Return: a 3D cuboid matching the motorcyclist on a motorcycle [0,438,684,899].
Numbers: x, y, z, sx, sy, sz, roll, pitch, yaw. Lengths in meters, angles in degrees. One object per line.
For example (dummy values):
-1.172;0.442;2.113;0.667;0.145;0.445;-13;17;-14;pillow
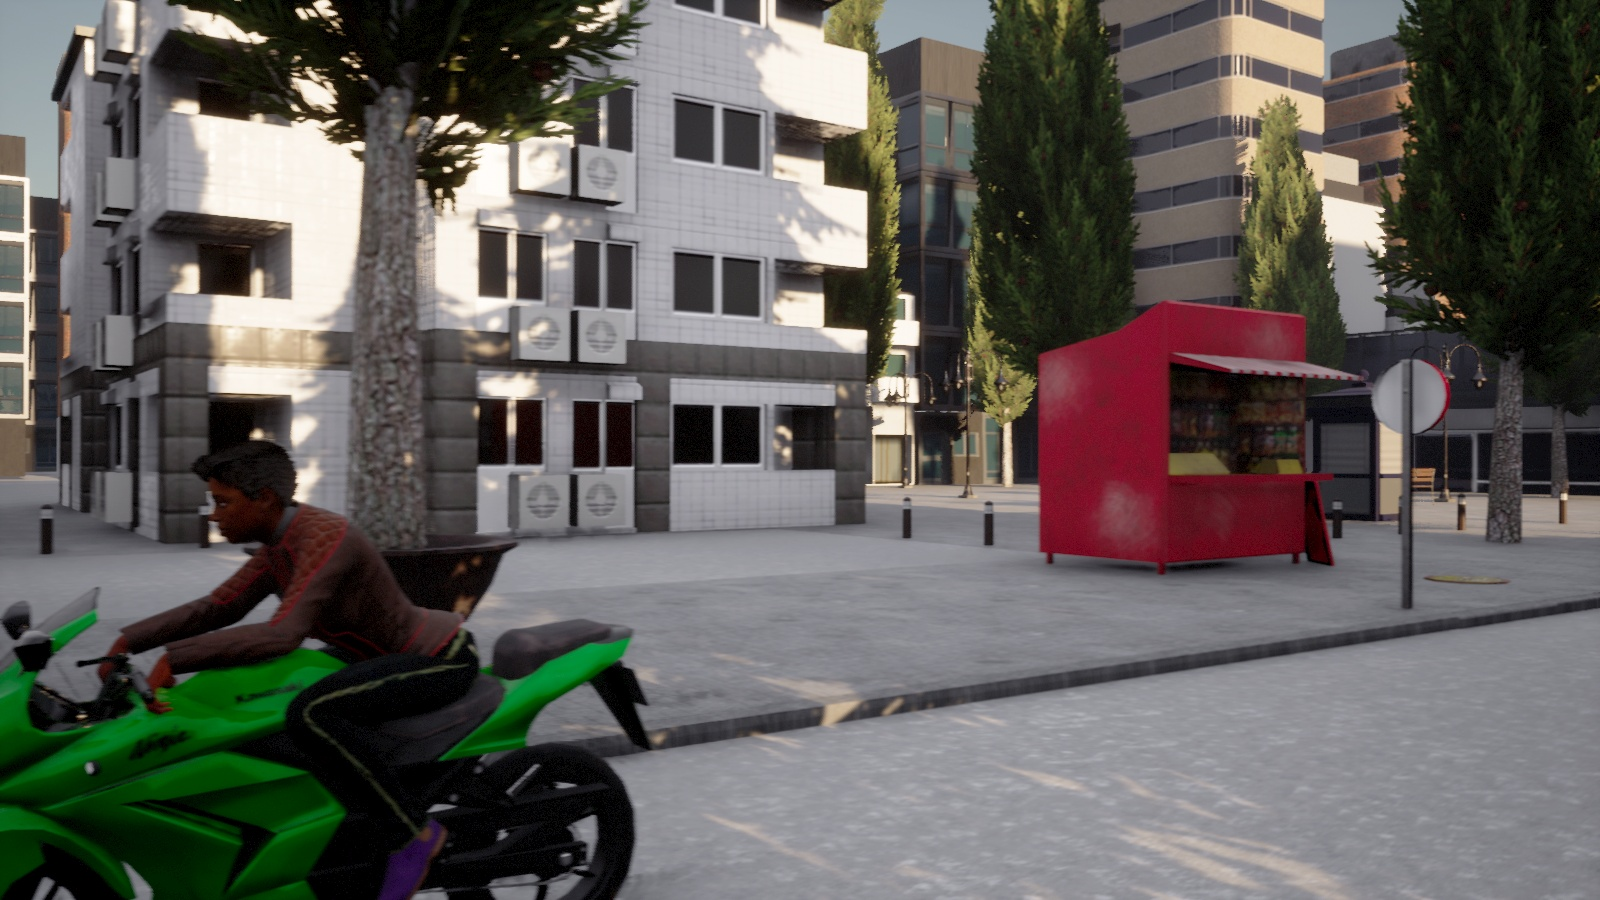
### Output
-1.396;0.738;3.296;2.044;1.523;0.797;0;0;-35;motorcyclist on a motorcycle
